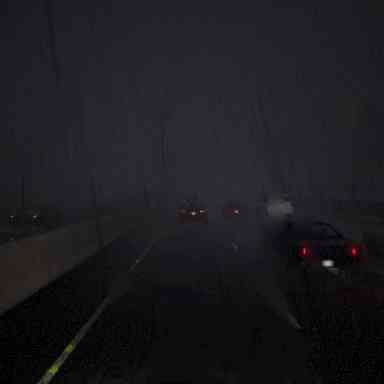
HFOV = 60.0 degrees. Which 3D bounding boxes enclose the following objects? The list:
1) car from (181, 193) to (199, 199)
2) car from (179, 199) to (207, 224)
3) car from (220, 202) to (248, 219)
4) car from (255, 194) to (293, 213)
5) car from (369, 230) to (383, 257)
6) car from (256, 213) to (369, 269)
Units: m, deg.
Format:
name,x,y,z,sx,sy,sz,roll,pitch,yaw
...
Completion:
name,x,y,z,sx,sy,sz,roll,pitch,yaw
car,-0.225,1.186,42.751,2.150,2.045,5.566,0,0,-2
car,0.096,1.483,24.771,2.163,1.488,4.792,0,0,0
car,3.576,1.540,28.888,1.994,1.385,4.181,0,0,0
car,7.068,1.197,28.985,2.150,2.045,5.566,0,0,-1
car,7.101,1.593,10.013,1.895,1.301,4.718,0,0,0
car,3.601,1.592,11.023,1.895,1.301,4.718,0,0,0
